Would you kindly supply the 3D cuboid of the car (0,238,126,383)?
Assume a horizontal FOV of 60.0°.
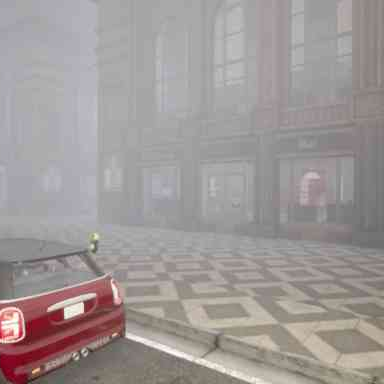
[{"bbox_3d":[-2.983,1.435,5.092,4.097,1.590,1.967,0,0,36],"label":"car"}]
